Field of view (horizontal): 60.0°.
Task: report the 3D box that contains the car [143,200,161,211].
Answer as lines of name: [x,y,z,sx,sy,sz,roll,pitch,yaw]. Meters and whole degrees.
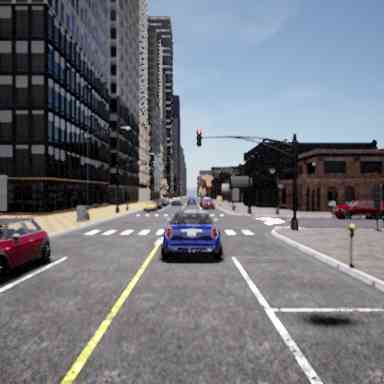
car: [-5.888,1.965,47.279,1.752,1.417,4.829,-1,-1,0]

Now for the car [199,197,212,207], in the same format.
car: [2.609,1.914,64.336,2.192,1.841,5.009,-1,-1,0]

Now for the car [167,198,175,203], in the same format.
car: [-5.763,2.388,92.430,1.752,1.417,4.829,-1,-1,0]

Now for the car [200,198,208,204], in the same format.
car: [3.058,2.306,85.955,1.837,1.490,4.892,0,-1,0]

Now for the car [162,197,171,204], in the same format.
car: [-5.734,2.165,64.381,1.947,1.339,4.313,-1,-1,0]

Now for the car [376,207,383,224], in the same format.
car: [16.393,2.030,24.394,4.313,1.339,1.947,1,0,1]

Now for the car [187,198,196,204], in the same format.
car: [-0.086,2.233,84.386,2.128,1.511,4.902,0,-1,0]

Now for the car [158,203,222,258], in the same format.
car: [0.017,1.476,13.413,2.097,1.767,4.553,0,-1,1]

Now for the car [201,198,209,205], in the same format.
car: [3.066,2.240,78.954,1.837,1.490,4.892,0,-1,0]

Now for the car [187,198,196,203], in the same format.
car: [-0.077,2.054,75.157,2.097,1.767,4.553,0,-1,0]

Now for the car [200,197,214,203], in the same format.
car: [2.623,1.934,53.048,1.967,1.590,4.097,-1,-1,0]

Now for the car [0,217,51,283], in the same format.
car: [-5.713,1.529,9.504,1.967,1.590,4.097,-1,-1,0]

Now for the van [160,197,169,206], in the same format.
van: [-5.743,1.993,70.026,1.690,1.788,3.998,-1,-1,0]

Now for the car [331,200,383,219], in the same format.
car: [16.493,1.727,32.774,5.009,1.841,2.192,1,0,1]

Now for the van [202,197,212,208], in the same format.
van: [2.615,1.888,58.693,1.690,1.788,3.998,-1,-1,0]

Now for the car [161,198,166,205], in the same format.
car: [-5.722,2.060,53.092,1.947,1.339,4.313,-1,-1,0]

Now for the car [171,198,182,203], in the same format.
car: [-3.077,2.185,67.425,1.994,1.385,4.181,0,-1,0]
